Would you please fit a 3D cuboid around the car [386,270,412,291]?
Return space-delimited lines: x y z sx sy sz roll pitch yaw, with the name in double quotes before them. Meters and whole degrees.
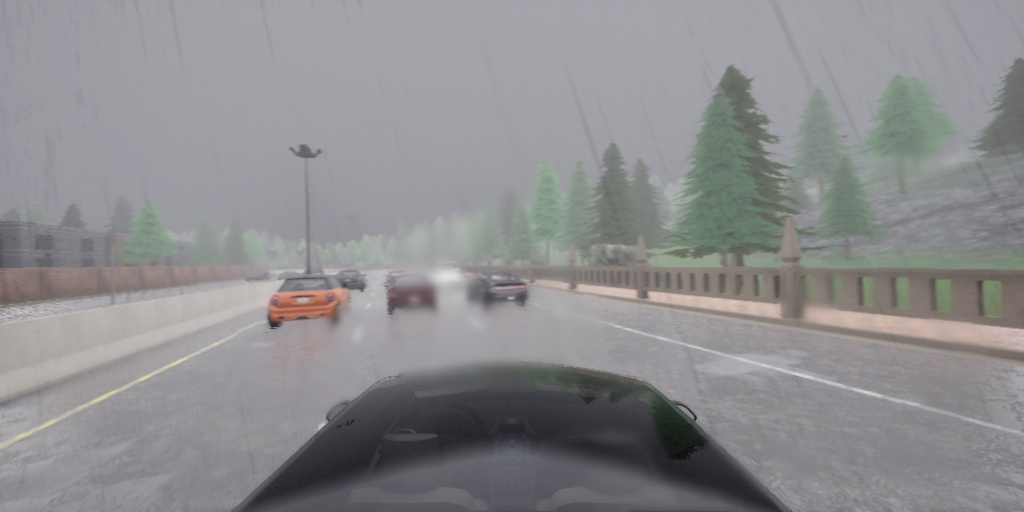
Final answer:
"car" -9.328 1.933 29.465 1.812 1.442 4.674 -1 -1 -19

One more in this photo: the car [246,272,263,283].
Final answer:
"car" -35.449 3.024 50.432 2.033 1.411 5.357 -1 -1 -19

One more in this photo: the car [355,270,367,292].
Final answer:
"car" -12.382 1.825 27.575 2.097 1.767 4.553 -1 -1 -19

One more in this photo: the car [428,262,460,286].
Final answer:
"car" -5.468 1.508 28.976 2.150 2.045 5.566 -1 -1 -19

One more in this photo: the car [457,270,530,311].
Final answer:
"car" -0.787 1.458 15.874 2.128 1.511 4.902 -1 -1 -19

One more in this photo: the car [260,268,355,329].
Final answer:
"car" -7.355 1.481 13.447 2.097 1.767 4.553 -1 -1 -19

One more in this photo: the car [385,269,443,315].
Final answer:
"car" -4.465 1.553 15.803 1.882 1.535 5.008 -1 -1 -19

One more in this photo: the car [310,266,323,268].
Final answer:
"car" -28.532 2.509 51.782 2.150 2.045 5.566 -1 -1 -19
